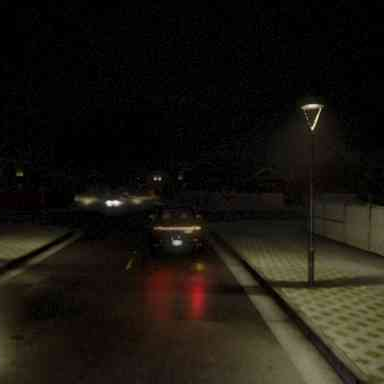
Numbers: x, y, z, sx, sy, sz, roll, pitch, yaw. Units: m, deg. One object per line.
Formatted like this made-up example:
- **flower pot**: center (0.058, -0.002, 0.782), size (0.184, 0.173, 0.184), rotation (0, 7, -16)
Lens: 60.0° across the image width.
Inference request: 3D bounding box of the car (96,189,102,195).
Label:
- **car**: center (-18.824, 0.026, 69.224), size (1.882, 1.535, 5.008), rotation (-1, 1, -21)

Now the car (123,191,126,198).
- **car**: center (-13.997, 0.477, 64.734), size (1.837, 1.490, 4.892), rotation (-1, 0, -21)

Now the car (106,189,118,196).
- **car**: center (-18.335, 0.172, 75.666), size (2.128, 1.511, 4.902), rotation (-1, 1, -20)

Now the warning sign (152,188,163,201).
- **warning sign**: center (-4.979, 0.342, 47.495), size (1.300, 1.860, 1.060), rotation (1, 2, -17)

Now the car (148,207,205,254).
- **car**: center (-0.610, 1.287, 12.475), size (2.128, 1.511, 4.902), rotation (0, 1, -4)

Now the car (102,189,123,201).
- **car**: center (-13.180, 0.644, 54.770), size (2.128, 1.511, 4.902), rotation (-1, 1, -20)
